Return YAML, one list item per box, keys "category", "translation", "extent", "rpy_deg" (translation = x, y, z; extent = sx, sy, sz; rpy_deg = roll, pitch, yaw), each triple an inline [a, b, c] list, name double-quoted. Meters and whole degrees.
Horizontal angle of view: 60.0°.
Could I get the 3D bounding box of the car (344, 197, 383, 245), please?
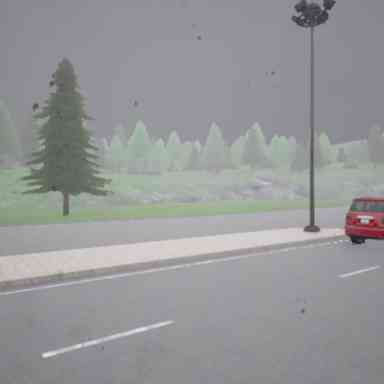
- category: "car"
  translation: [8.840, 1.221, 14.332]
  extent: [5.566, 2.045, 2.150]
  rpy_deg: [0, 0, -35]
